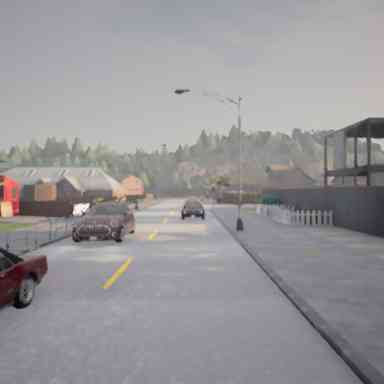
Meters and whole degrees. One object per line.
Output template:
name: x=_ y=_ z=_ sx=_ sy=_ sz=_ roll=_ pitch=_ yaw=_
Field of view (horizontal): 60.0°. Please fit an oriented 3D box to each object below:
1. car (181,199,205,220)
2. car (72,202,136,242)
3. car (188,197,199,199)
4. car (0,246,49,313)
car: x=0.089 y=1.546 z=27.348 sx=1.895 sy=1.301 sz=4.718 roll=0 pitch=0 yaw=0
car: x=-4.076 y=1.319 z=16.006 sx=2.097 sy=1.767 sz=4.553 roll=0 pitch=0 yaw=0
car: x=0.196 y=1.395 z=41.047 sx=1.882 sy=1.535 sz=5.008 roll=0 pitch=0 yaw=4
car: x=-4.097 y=1.590 z=5.124 sx=1.895 sy=1.301 sz=4.718 roll=0 pitch=0 yaw=0
